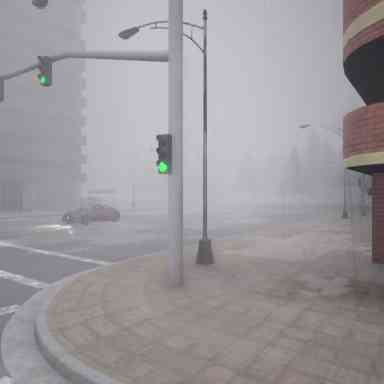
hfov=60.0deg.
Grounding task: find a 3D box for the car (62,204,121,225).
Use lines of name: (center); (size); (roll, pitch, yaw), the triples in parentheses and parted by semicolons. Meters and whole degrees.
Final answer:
car: (-7.214, 1.564, 24.121); (1.994, 1.385, 4.181); (0, 0, 36)
